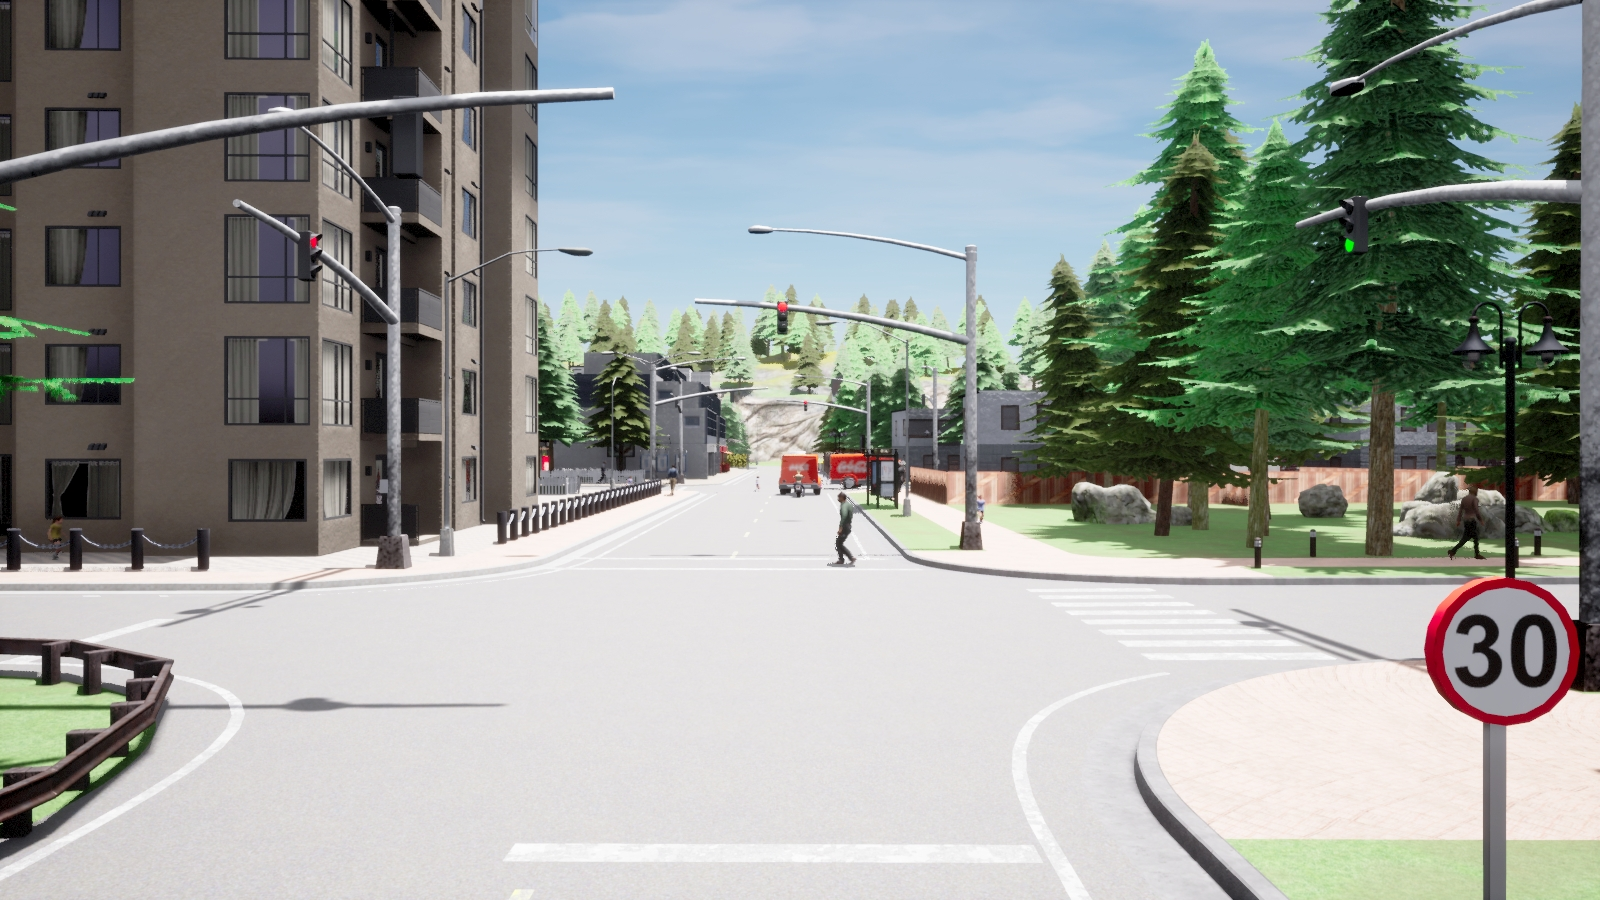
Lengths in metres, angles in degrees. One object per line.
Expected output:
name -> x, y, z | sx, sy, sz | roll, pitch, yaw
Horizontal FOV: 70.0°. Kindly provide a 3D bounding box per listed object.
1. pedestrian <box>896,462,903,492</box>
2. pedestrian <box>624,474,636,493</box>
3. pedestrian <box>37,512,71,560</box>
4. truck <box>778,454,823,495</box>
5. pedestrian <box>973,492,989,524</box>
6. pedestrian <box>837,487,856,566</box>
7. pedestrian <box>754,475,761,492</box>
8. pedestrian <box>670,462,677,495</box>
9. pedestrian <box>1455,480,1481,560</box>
pedestrian -> 6.051, 1.636, 69.469 | 0.375, 1.860, 0.375 | 0, 0, -5
pedestrian -> -10.311, 2.026, 69.296 | 0.500, 1.100, 0.500 | 0, 0, 30
pedestrian -> -17.756, 2.040, 27.201 | 0.500, 1.100, 0.500 | 0, 0, 2
truck -> 0.071, 1.506, 71.518 | 2.627, 2.467, 5.204 | 0, 0, 3
pedestrian -> 6.375, 2.034, 40.297 | 0.500, 1.100, 0.500 | 0, 0, -1
pedestrian -> 1.108, 1.812, 27.342 | 0.375, 1.860, 0.375 | 0, 0, 15
pedestrian -> -2.797, 2.166, 74.897 | 0.500, 1.100, 0.500 | 0, 0, -2
pedestrian -> -7.275, 1.638, 65.536 | 0.375, 1.860, 0.375 | 0, 0, -2
pedestrian -> 15.711, 1.647, 26.871 | 0.375, 1.860, 0.375 | 0, 0, -7
